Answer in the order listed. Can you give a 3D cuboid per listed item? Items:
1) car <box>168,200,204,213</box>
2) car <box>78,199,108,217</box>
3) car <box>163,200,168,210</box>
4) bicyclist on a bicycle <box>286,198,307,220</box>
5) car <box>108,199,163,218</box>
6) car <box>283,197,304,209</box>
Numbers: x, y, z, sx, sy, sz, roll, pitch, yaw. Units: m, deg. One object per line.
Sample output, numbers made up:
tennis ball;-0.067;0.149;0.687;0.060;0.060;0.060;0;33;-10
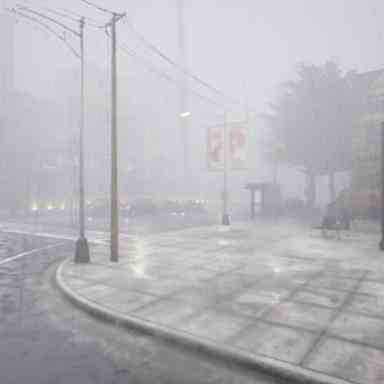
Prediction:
car;-0.383;1.642;38.893;1.994;1.385;4.181;0;0;35
car;-8.914;1.442;32.819;2.097;1.767;4.553;0;0;35
car;-3.480;1.637;40.576;2.033;1.411;5.357;0;0;35
bicyclist on a bicycle;8.121;1.329;25.803;1.656;1.620;0.582;-1;0;35
car;-5.339;1.430;31.820;2.097;1.767;4.553;0;0;35
car;14.672;1.560;47.997;1.837;1.490;4.892;0;0;36
